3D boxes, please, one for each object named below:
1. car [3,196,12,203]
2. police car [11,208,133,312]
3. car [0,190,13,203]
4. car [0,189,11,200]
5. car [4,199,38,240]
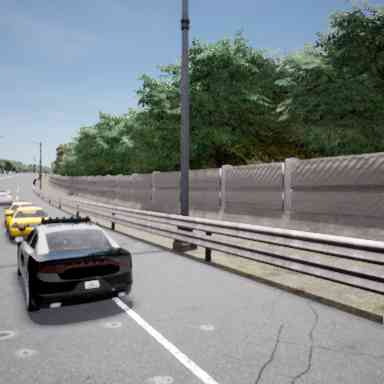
[{"bbox_3d":[-11.135,1.322,21.733,1.801,1.575,5.366,0,1,-30],"label":"car"},{"bbox_3d":[-3.073,1.413,8.035,1.930,1.638,5.238,0,0,-31],"label":"police car"},{"bbox_3d":[-22.918,0.830,40.473,1.812,1.442,4.674,0,2,-29],"label":"car"},{"bbox_3d":[-28.702,0.358,50.849,1.882,1.535,5.008,0,2,-28],"label":"car"},{"bbox_3d":[-8.149,1.394,16.610,1.801,1.575,5.366,0,1,-30],"label":"car"}]
